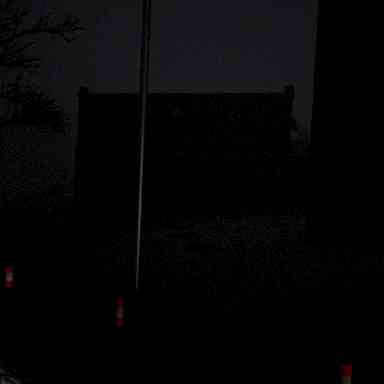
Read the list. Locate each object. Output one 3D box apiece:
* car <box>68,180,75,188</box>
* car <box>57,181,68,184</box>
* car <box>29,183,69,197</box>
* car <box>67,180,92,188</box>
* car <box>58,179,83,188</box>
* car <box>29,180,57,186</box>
[{"bbox_3d":[-26.738,-1.525,68.007,4.674,1.452,2.002,3,3,20],"label":"car"},{"bbox_3d":[-27.695,-1.495,65.423,5.008,1.535,2.097,3,3,20],"label":"car"},{"bbox_3d":[-18.544,-0.106,43.269,1.994,1.385,4.181,3,2,13],"label":"car"},{"bbox_3d":[-24.840,-1.710,73.187,4.892,1.521,2.231,3,3,20],"label":"car"},{"bbox_3d":[-25.753,-1.760,70.577,4.553,1.767,2.185,3,3,20],"label":"car"},{"bbox_3d":[-28.608,-1.551,62.813,4.553,1.767,2.185,3,3,20],"label":"car"}]
